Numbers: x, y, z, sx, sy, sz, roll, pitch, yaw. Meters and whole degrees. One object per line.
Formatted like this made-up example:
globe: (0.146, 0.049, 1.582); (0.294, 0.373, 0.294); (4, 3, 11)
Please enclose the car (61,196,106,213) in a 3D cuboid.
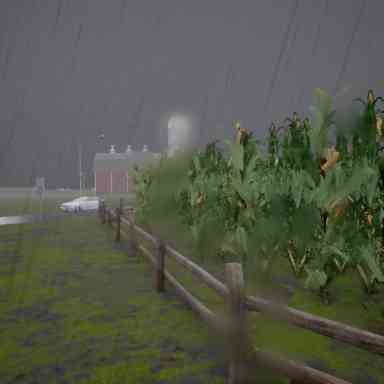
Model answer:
car: (-10.363, 1.173, 32.014); (1.812, 1.442, 4.674); (-1, 1, 30)
